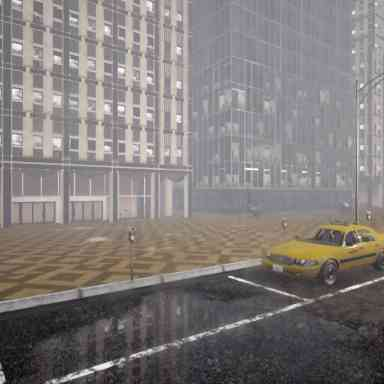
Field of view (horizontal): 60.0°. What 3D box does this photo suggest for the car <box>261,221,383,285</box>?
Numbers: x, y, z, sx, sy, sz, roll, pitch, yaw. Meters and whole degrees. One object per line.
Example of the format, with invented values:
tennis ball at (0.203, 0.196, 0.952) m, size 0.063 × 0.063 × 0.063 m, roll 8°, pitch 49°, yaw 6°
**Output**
car at (4.037, 1.526, 9.454) m, size 4.829 × 1.417 × 1.752 m, roll 0°, pitch 0°, yaw -36°
